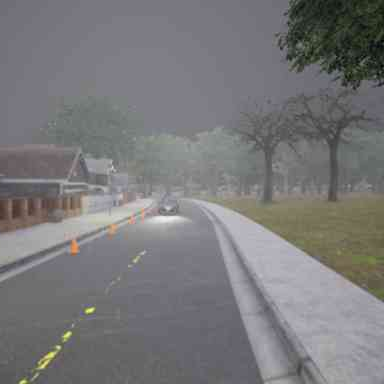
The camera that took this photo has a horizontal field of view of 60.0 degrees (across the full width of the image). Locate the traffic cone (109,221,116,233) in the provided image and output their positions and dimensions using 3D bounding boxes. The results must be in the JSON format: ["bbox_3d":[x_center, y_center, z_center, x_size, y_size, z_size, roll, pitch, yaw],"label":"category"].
[{"bbox_3d":[-4.011,1.769,16.750,0.340,0.580,0.340,0,1,1],"label":"traffic cone"}]

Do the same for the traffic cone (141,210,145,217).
[{"bbox_3d":[-3.930,1.687,26.673,0.340,0.580,0.340,0,0,0],"label":"traffic cone"}]

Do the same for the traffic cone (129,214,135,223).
[{"bbox_3d":[-3.931,1.726,21.710,0.340,0.580,0.340,0,0,0],"label":"traffic cone"}]

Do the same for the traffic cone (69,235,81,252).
[{"bbox_3d":[-4.169,1.818,11.791,0.340,0.580,0.340,0,1,2],"label":"traffic cone"}]

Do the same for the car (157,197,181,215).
[{"bbox_3d":[-2.052,1.199,30.297,2.128,1.511,4.902,0,0,-2],"label":"car"}]
